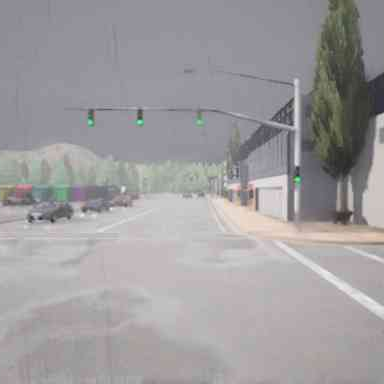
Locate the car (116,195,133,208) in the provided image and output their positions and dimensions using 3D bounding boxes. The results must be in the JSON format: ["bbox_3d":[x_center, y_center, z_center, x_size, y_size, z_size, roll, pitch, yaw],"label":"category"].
[{"bbox_3d":[-9.694,1.203,46.203,2.097,1.767,4.553,0,0,2],"label":"car"}]

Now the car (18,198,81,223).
[{"bbox_3d":[-10.416,1.412,24.803,2.128,1.511,4.902,0,0,1],"label":"car"}]

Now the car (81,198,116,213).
[{"bbox_3d":[-10.088,1.433,35.461,2.033,1.411,5.357,0,0,2],"label":"car"}]

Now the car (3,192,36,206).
[{"bbox_3d":[-24.414,1.005,47.130,3.866,1.878,1.905,0,0,1],"label":"car"}]

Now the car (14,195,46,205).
[{"bbox_3d":[-24.375,1.235,50.026,3.806,1.475,1.970,0,0,1],"label":"car"}]
